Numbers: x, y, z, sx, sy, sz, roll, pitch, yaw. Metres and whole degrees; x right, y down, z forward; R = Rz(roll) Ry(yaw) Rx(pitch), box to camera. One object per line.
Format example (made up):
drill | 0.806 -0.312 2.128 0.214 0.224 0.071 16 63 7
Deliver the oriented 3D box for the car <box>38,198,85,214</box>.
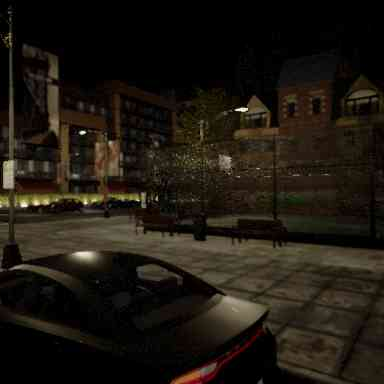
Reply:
car | -14.787 1.540 38.513 2.097 1.767 4.553 0 0 35

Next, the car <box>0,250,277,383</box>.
car | -1.486 1.499 4.189 5.008 1.535 2.097 0 0 35

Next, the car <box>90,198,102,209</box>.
car | -12.389 1.559 48.046 2.097 1.767 4.553 0 0 35

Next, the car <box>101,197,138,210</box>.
car | -9.548 1.679 46.001 2.128 1.511 4.902 0 0 35

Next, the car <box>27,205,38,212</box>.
car | -17.495 1.808 40.751 1.895 1.301 4.718 0 0 35
